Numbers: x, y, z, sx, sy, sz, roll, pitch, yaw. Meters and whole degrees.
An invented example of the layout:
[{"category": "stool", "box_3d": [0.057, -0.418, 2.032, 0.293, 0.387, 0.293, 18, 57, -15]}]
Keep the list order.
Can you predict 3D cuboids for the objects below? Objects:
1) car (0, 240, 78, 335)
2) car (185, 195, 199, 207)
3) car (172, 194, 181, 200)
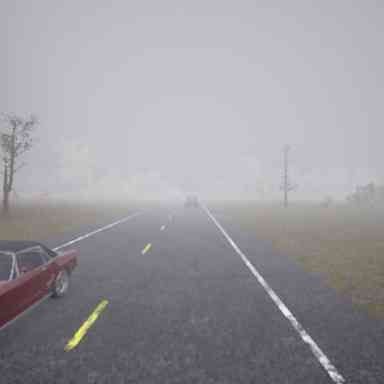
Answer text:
[{"category": "car", "box_3d": [-3.606, 1.581, 5.599, 1.895, 1.301, 4.718, 0, 0, 0]}, {"category": "car", "box_3d": [0.044, 1.419, 45.791, 1.895, 1.301, 4.718, 0, 0, 0]}, {"category": "car", "box_3d": [-3.600, 1.178, 79.731, 1.837, 1.490, 4.892, 0, 0, 0]}]
